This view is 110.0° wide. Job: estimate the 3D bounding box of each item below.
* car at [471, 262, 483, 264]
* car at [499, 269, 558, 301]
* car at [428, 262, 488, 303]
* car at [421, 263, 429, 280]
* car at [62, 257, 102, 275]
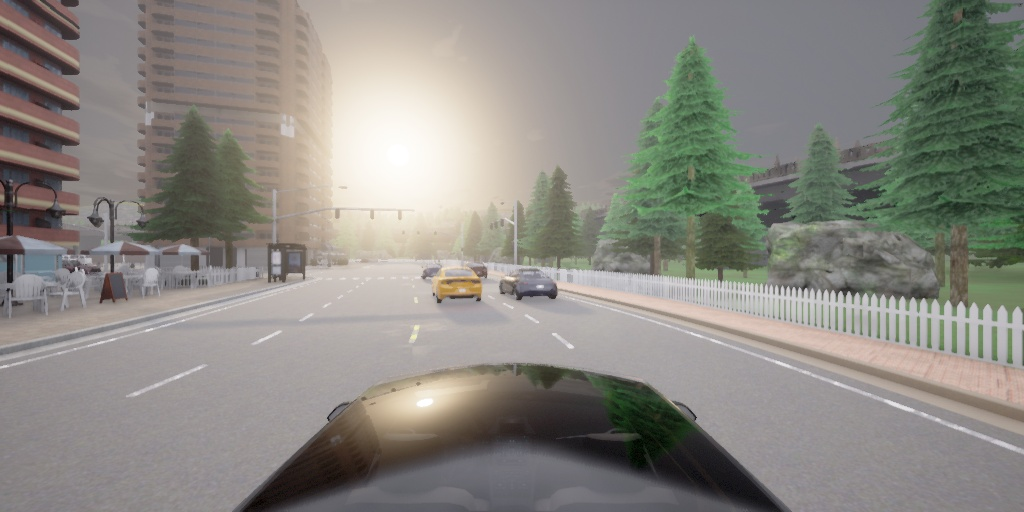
[{"bbox_3d":[-3.488,1.232,32.118,1.882,1.535,5.008,0,0,-16],"label":"car"},{"bbox_3d":[0.687,1.320,17.711,1.994,1.385,4.181,0,0,-16],"label":"car"},{"bbox_3d":[-2.675,1.232,16.737,1.882,1.535,5.008,0,0,-16],"label":"car"},{"bbox_3d":[-6.849,1.280,31.144,1.812,1.442,4.674,0,0,-16],"label":"car"},{"bbox_3d":[-44.906,1.205,36.305,4.553,1.767,2.097,0,0,-16],"label":"car"}]
